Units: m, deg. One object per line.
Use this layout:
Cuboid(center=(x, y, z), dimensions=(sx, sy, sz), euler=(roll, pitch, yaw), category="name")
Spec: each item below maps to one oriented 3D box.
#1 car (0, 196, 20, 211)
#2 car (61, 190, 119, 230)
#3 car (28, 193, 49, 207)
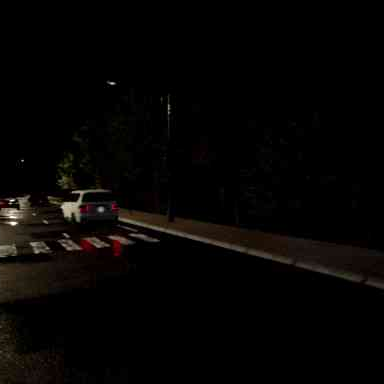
Cuboid(center=(-18.286, 1.089, 33.275), dimensions=(2.033, 1.411, 5.357), euler=(-1, 1, -31), category="car")
Cuboid(center=(-5.907, 0.909, 18.846), dimensions=(2.150, 2.045, 5.566), euler=(-1, 1, -31), category="car")
Cuboid(center=(-18.467, 0.891, 39.920), dimensions=(1.882, 1.535, 5.008), euler=(-1, 1, -31), category="car")
